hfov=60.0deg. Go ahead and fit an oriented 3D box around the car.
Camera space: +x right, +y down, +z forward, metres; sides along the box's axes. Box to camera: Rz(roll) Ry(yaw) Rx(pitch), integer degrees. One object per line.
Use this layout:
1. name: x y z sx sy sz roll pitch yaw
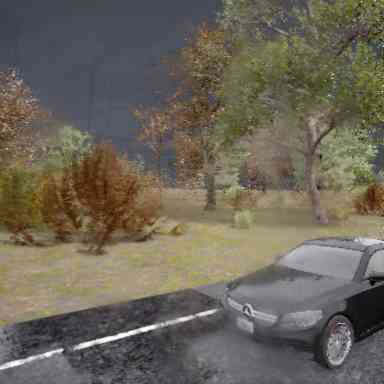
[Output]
1. car: 2.613 1.554 5.857 4.674 1.442 1.812 0 0 -36
